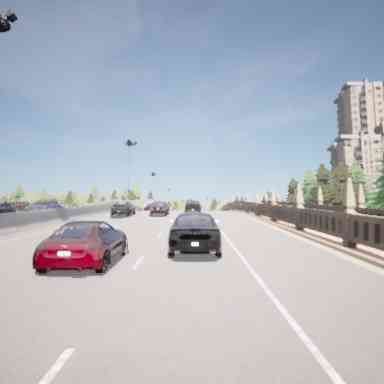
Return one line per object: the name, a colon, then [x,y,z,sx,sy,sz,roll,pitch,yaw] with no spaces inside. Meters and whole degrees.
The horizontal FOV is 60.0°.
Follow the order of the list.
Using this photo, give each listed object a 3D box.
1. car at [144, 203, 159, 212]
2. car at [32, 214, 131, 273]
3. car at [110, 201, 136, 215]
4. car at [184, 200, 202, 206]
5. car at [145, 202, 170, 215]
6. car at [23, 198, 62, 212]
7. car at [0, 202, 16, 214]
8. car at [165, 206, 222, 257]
car: [-6.902,2.698,57.431,1.994,1.385,4.181,0,-5,0]
car: [-3.401,1.618,10.836,1.994,1.385,4.181,0,0,0]
car: [-6.901,1.669,33.674,2.128,1.511,4.902,0,0,0]
car: [0.099,1.729,39.390,1.837,1.490,4.892,0,0,0]
car: [-3.402,1.737,35.811,2.033,1.411,5.357,0,0,0]
car: [-14.087,1.517,31.661,2.097,1.767,4.553,0,0,0]
car: [-17.591,1.661,29.658,1.837,1.490,4.892,0,0,0]
car: [0.100,1.544,13.274,1.882,1.535,5.008,0,0,0]
